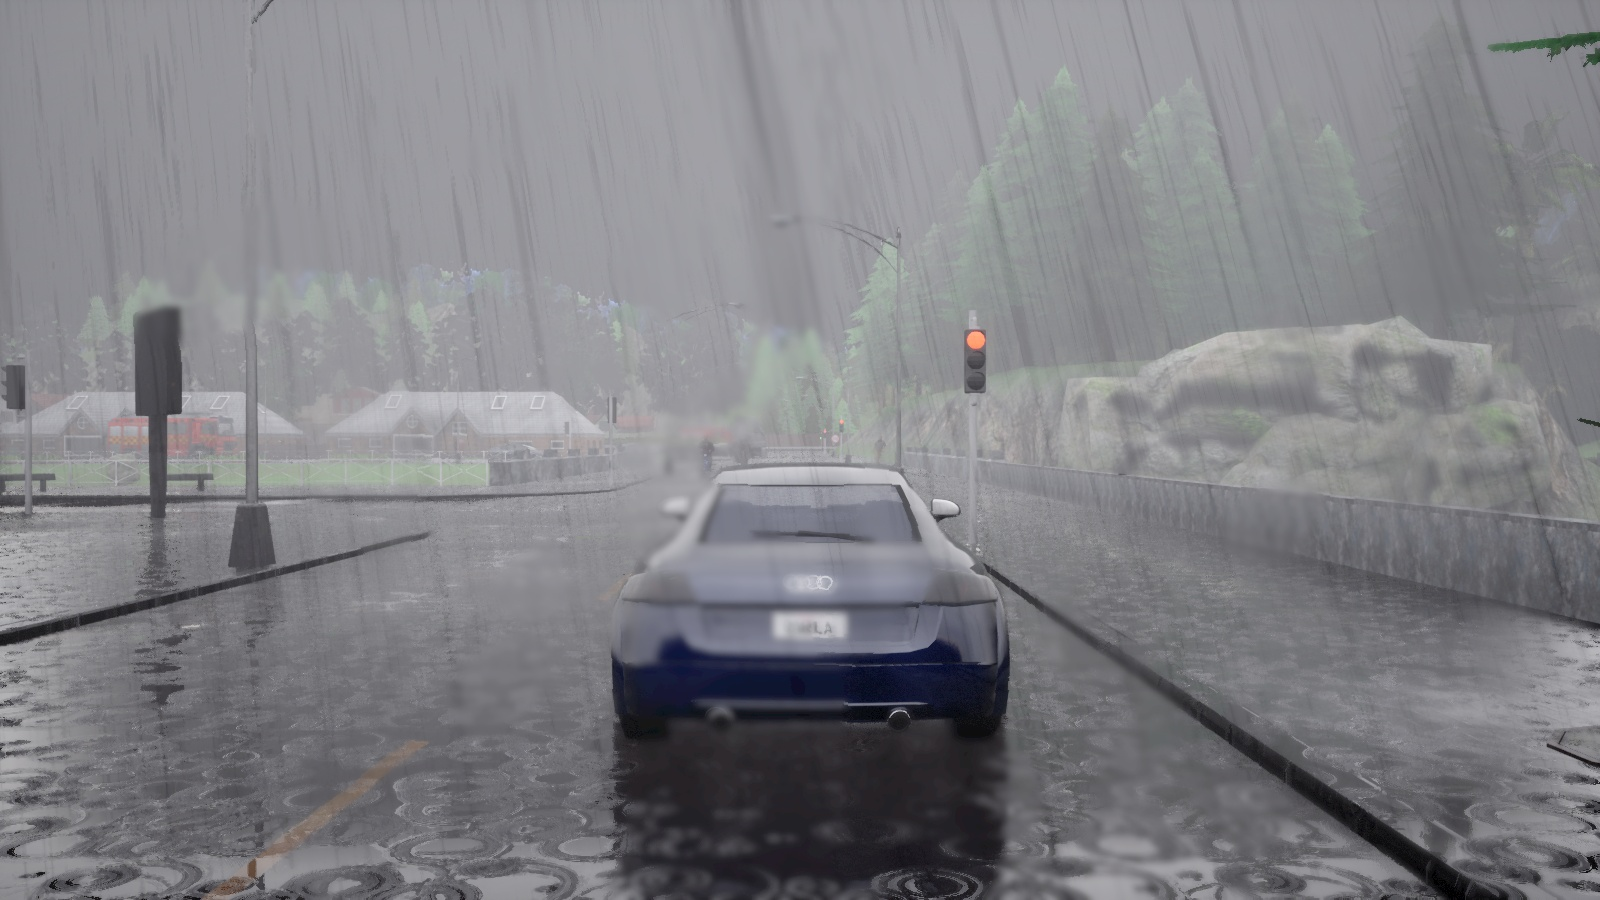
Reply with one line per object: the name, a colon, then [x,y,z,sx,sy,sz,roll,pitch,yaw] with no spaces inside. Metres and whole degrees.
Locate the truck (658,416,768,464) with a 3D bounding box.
truck: [-6.448,-0.763,92.449,7.936,3.462,2.891,0,1,-6]

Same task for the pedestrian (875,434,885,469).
pedestrian: [4.356,0.075,68.263,0.540,1.848,0.694,0,0,1]

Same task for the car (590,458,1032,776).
car: [0.066,0.767,7.763,1.994,1.385,4.181,0,0,1]

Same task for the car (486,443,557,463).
car: [-20.616,0.204,93.099,4.792,1.488,2.163,0,0,0]
